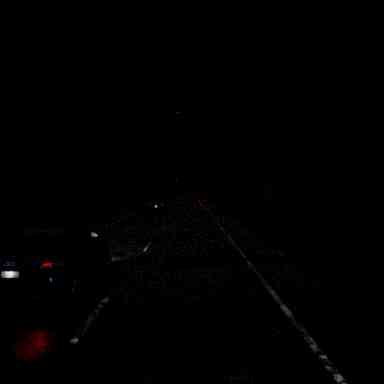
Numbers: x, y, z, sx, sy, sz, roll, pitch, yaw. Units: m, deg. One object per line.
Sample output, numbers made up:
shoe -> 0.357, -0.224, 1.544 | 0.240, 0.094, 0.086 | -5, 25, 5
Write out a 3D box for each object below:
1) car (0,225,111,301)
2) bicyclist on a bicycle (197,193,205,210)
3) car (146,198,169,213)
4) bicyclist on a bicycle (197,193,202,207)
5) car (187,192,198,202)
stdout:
car -> -3.403, 1.503, 8.251 | 1.994, 1.385, 4.181 | 0, 0, 0
bicyclist on a bicycle -> 0.939, 1.186, 34.736 | 0.866, 1.612, 1.509 | 0, 0, 0
car -> -3.403, 1.322, 33.509 | 1.994, 1.385, 4.181 | 0, 0, 0
bicyclist on a bicycle -> 0.965, 1.056, 43.729 | 0.659, 1.776, 1.843 | 0, 1, 0
car -> 0.062, 1.137, 59.583 | 1.994, 1.385, 4.181 | 0, 0, 0
